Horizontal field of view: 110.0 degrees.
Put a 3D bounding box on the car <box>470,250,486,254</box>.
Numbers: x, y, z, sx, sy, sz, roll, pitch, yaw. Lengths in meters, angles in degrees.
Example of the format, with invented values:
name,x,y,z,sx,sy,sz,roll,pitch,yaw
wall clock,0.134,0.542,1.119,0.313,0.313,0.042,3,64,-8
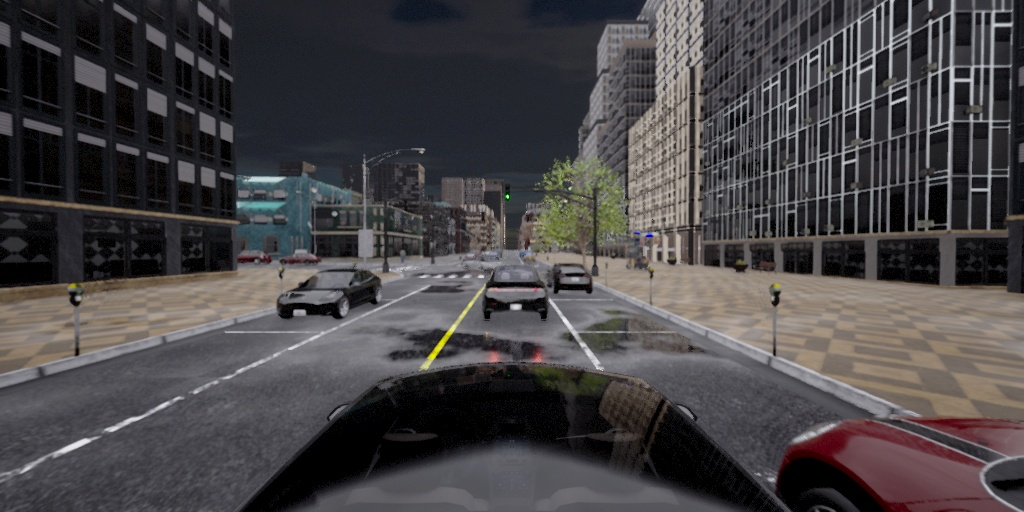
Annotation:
name,x,y,z,sx,sy,sz,roll,pitch,yaw
car,-5.681,-0.059,55.348,2.192,1.841,5.009,0,0,0

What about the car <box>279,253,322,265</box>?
name,x,y,z,sx,sy,sz,roll,pitch,yaw
car,-22.815,0.313,38.712,4.207,1.307,1.802,0,0,-1

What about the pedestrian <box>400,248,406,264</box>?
name,x,y,z,sx,sy,sz,roll,pitch,yaw
pedestrian,-12.743,-0.053,41.781,0.375,1.860,0.375,0,0,-1

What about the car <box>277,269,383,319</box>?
name,x,y,z,sx,sy,sz,roll,pitch,yaw
car,-5.688,1.104,11.791,1.948,1.339,4.313,0,0,0

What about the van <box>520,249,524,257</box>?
name,x,y,z,sx,sy,sz,roll,pitch,yaw
van,2.700,-0.149,60.899,1.690,1.789,3.998,0,0,0

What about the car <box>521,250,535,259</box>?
name,x,y,z,sx,sy,sz,roll,pitch,yaw
car,2.699,0.151,55.519,1.751,1.417,4.829,0,0,0

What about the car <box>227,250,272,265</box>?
name,x,y,z,sx,sy,sz,roll,pitch,yaw
car,-28.363,0.104,38.633,4.097,1.591,1.967,0,0,-1

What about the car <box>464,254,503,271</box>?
name,x,y,z,sx,sy,sz,roll,pitch,yaw
car,-2.508,0.723,31.647,1.895,1.301,4.718,-1,1,-33

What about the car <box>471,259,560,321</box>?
name,x,y,z,sx,sy,sz,roll,pitch,yaw
car,0.101,1.036,11.553,2.128,1.511,4.902,0,1,0

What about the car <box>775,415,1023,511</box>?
name,x,y,z,sx,sy,sz,roll,pitch,yaw
car,2.690,1.211,0.714,1.967,1.591,4.097,0,0,0

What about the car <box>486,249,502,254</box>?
name,x,y,z,sx,sy,sz,roll,pitch,yaw
car,-3.048,0.032,58.784,1.882,1.535,5.008,0,1,1

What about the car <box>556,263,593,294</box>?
name,x,y,z,sx,sy,sz,roll,pitch,yaw
car,2.693,0.988,17.328,1.948,1.339,4.313,0,0,0

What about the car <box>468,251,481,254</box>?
name,x,y,z,sx,sy,sz,roll,pitch,yaw
car,-5.682,0.324,49.798,1.802,1.307,4.207,0,0,0
